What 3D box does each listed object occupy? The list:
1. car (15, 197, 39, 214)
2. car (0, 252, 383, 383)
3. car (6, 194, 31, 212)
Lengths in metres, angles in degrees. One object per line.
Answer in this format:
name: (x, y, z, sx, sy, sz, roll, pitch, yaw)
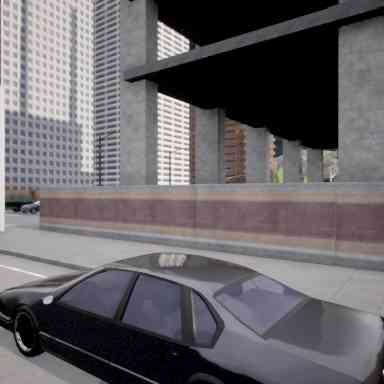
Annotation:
car: (-15.744, 1.526, 35.357, 1.812, 1.442, 4.674, 0, 0, 36)
car: (-0.417, 1.547, 4.288, 5.357, 1.411, 2.033, 0, 0, 35)
car: (-19.885, 1.221, 35.634, 2.150, 2.045, 5.566, 0, 0, 36)
